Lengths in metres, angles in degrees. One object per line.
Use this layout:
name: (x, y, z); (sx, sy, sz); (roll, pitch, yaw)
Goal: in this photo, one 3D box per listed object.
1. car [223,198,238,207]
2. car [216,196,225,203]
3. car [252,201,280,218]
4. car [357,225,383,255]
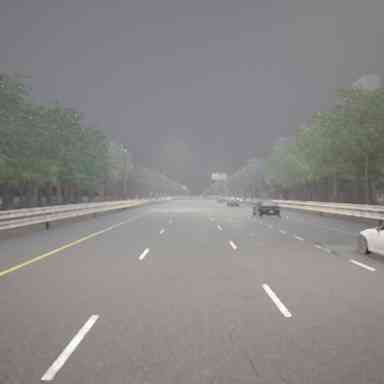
car: (7.192, 1.977, 60.160); (1.895, 1.301, 4.718); (0, -1, 0)
car: (7.389, 2.138, 85.135); (1.812, 1.442, 4.674); (0, -1, 1)
car: (7.053, 1.624, 31.935); (1.882, 1.535, 5.008); (0, -1, 0)
car: (7.006, 1.540, 10.397); (1.812, 1.442, 4.674); (0, 0, 0)
